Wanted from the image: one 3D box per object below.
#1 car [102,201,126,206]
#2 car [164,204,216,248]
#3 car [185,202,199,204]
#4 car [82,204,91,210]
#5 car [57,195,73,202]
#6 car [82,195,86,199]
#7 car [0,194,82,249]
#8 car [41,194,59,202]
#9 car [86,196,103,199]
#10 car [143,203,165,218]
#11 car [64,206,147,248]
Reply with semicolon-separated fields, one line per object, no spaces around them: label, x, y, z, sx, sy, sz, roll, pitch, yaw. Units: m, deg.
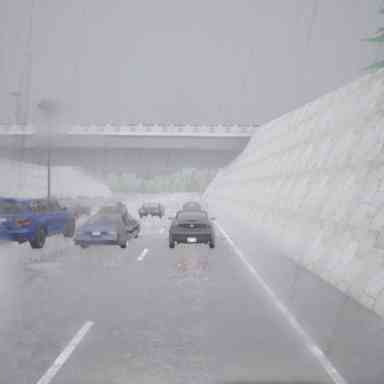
car;-7.000;1.530;29.650;1.812;1.442;4.674;0;0;0
car;0.000;1.514;14.650;1.837;1.490;4.892;0;0;0
car;0.000;1.561;29.650;2.033;1.411;5.357;0;0;0
car;-10.500;1.614;29.680;1.895;1.301;4.718;0;0;0
car;-28.006;1.470;73.714;1.812;1.442;4.674;0;0;0
car;-24.506;1.446;73.718;1.837;1.490;4.892;0;0;0
car;-7.000;1.255;14.680;2.150;2.045;5.566;0;0;0
car;-31.507;1.301;73.740;2.097;1.767;4.553;0;0;0
car;-21.006;1.485;73.722;2.033;1.411;5.357;0;0;0
car;-3.500;1.614;29.680;1.895;1.301;4.718;0;0;0
car;-3.500;1.560;14.650;2.033;1.411;5.357;0;0;0
